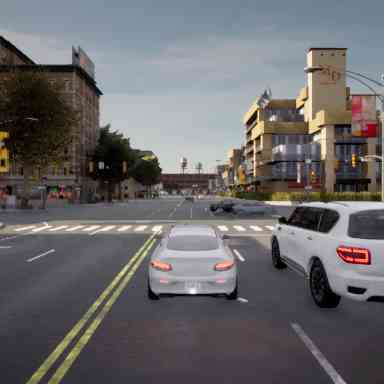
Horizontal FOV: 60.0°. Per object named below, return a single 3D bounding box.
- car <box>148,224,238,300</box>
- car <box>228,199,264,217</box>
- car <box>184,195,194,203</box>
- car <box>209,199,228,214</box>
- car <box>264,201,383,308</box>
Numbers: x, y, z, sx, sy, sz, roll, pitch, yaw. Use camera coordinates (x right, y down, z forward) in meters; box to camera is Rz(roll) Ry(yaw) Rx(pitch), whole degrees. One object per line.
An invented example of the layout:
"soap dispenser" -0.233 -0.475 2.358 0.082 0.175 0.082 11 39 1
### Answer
"car" 0.012 1.526 8.284 1.812 1.442 4.674 0 0 0
"car" 5.718 1.564 30.720 4.181 1.385 1.994 0 0 0
"car" -0.608 1.501 71.866 1.837 1.490 4.892 0 0 -1
"car" 4.257 1.477 34.224 5.008 1.535 1.882 0 0 0
"car" 3.511 1.221 8.053 2.150 2.045 5.566 0 0 0
